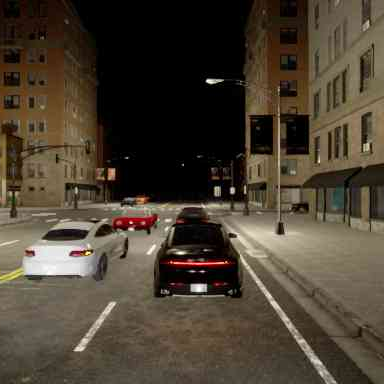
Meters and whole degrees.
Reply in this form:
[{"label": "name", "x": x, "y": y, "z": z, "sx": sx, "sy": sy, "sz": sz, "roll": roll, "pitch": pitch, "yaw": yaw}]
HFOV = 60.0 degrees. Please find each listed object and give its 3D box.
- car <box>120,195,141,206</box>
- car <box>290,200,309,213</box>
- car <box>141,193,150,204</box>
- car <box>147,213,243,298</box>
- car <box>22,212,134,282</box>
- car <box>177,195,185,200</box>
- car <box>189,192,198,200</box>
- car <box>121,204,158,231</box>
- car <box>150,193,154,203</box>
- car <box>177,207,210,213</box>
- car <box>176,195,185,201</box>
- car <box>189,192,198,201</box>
[{"label": "car", "x": -9.622, "y": 1.540, "z": 51.188, "sx": 2.033, "sy": 1.411, "sz": 5.357, "roll": 0, "pitch": 0, "yaw": 0}, {"label": "car", "x": 13.213, "y": 1.528, "z": 36.317, "sx": 4.902, "sy": 1.511, "sz": 2.128, "roll": 0, "pitch": 0, "yaw": -1}, {"label": "car", "x": -9.553, "y": 1.340, "z": 61.078, "sx": 2.097, "sy": 1.767, "sz": 4.553, "roll": 0, "pitch": 0, "yaw": 1}, {"label": "car", "x": 0.136, "y": 1.505, "z": 8.501, "sx": 1.837, "sy": 1.490, "sz": 4.892, "roll": 0, "pitch": 0, "yaw": 0}, {"label": "car", "x": -3.115, "y": 1.525, "z": 9.651, "sx": 1.812, "sy": 1.442, "sz": 4.674, "roll": 0, "pitch": 0, "yaw": 0}, {"label": "car", "x": -2.856, "y": 1.398, "z": 90.160, "sx": 1.994, "sy": 1.385, "sz": 4.181, "roll": 0, "pitch": 0, "yaw": 0}, {"label": "car", "x": 0.394, "y": 1.070, "z": 90.175, "sx": 2.150, "sy": 2.045, "sz": 5.566, "roll": 0, "pitch": 0, "yaw": 0}, {"label": "car", "x": -3.069, "y": 1.600, "z": 19.139, "sx": 1.895, "sy": 1.301, "sz": 4.718, "roll": 0, "pitch": 0, "yaw": 0}, {"label": "car", "x": -9.437, "y": 1.209, "z": 71.490, "sx": 2.150, "sy": 2.045, "sz": 5.566, "roll": 0, "pitch": 0, "yaw": 0}, {"label": "car", "x": 0.077, "y": 1.524, "z": 17.834, "sx": 1.812, "sy": 1.442, "sz": 4.674, "roll": 0, "pitch": 0, "yaw": 0}, {"label": "car", "x": -2.900, "y": 1.502, "z": 80.157, "sx": 1.812, "sy": 1.442, "sz": 4.674, "roll": 0, "pitch": 0, "yaw": 0}, {"label": "car", "x": 0.349, "y": 1.477, "z": 79.726, "sx": 1.837, "sy": 1.490, "sz": 4.892, "roll": 0, "pitch": 0, "yaw": 0}]
